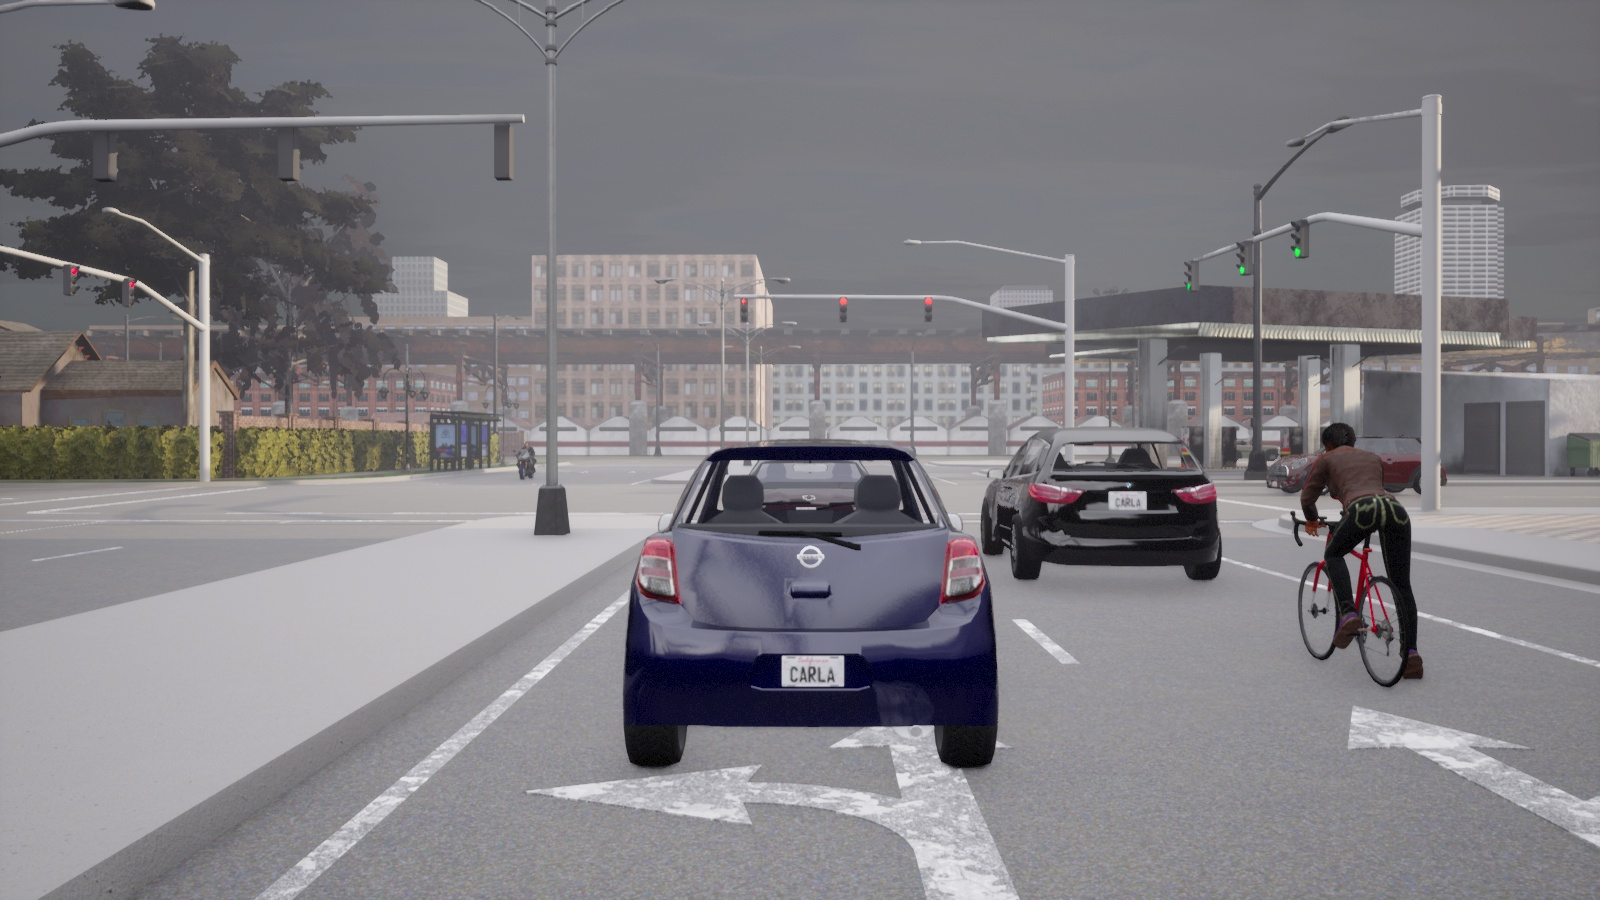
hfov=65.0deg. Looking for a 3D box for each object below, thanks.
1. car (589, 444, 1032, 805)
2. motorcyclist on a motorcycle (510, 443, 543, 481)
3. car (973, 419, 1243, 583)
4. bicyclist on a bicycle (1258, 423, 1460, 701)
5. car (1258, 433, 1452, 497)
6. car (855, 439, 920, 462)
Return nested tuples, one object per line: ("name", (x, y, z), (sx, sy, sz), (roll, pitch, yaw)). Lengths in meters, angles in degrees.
("car", (0.056, 0.718, 7.057), (1.845, 1.501, 3.633), (0, 0, 0))
("motorcyclist on a motorcycle", (-11.184, 0.467, 51.400), (0.866, 1.530, 2.191), (0, 0, 0))
("car", (3.446, 0.504, 15.079), (2.242, 1.667, 4.611), (0, 0, 2))
("bicyclist on a bicycle", (3.560, 0.654, 8.151), (0.582, 1.620, 1.656), (0, 0, 0))
("car", (15.568, 0.407, 35.391), (4.553, 1.767, 2.097), (0, 0, -1))
("car", (6.818, 0.029, 97.792), (4.553, 1.767, 2.097), (0, 0, -19))
